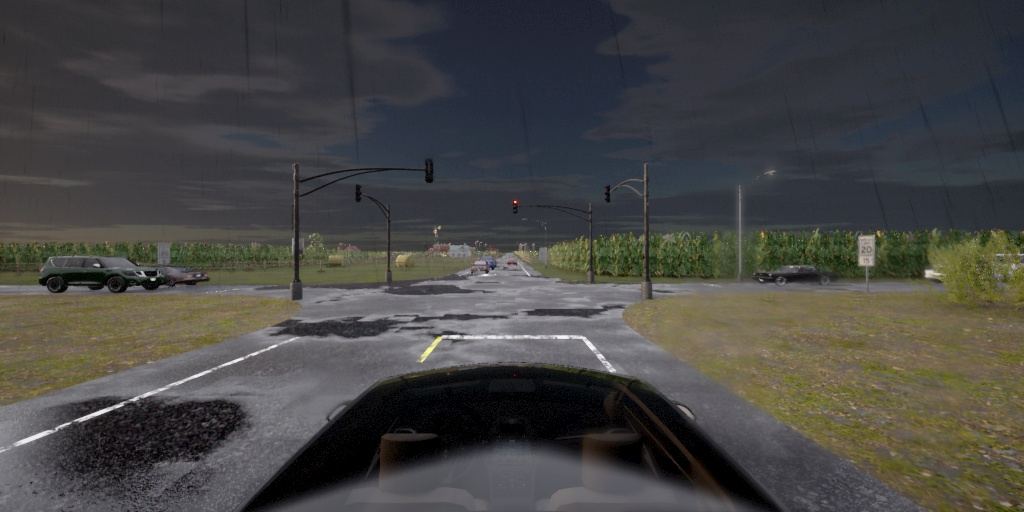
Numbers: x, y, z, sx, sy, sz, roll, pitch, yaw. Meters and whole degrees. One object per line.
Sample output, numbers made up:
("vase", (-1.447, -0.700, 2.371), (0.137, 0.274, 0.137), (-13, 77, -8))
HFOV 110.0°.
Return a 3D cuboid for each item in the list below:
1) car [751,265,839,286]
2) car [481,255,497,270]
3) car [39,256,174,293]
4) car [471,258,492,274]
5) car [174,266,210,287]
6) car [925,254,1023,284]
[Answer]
("car", (18.726, 1.292, 23.869), (4.718, 1.301, 1.895), (0, 0, -3))
("car", (-3.593, 0.926, 51.186), (2.150, 2.045, 5.566), (0, 0, 0))
("car", (-23.374, 1.007, 20.569), (5.566, 2.045, 2.150), (0, 0, 0))
("car", (-3.604, 1.246, 41.235), (1.812, 1.442, 4.674), (0, 0, 0))
("car", (-23.074, 1.348, 23.522), (5.357, 1.411, 2.033), (0, 0, 0))
("car", (31.268, 0.875, 23.959), (5.566, 2.045, 2.150), (0, 0, 0))
